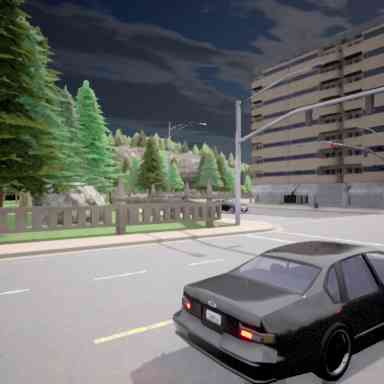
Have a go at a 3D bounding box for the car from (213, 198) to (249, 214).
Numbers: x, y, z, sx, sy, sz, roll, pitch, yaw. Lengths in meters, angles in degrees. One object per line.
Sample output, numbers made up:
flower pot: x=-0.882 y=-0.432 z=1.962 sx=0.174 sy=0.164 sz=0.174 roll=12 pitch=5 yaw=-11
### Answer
car: x=3.877 y=1.434 z=34.920 sx=2.128 sy=1.511 sz=4.902 roll=0 pitch=0 yaw=-32

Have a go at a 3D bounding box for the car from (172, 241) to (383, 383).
car: x=2.312 y=1.547 z=5.438 sx=5.357 sy=1.411 sz=2.033 roll=0 pitch=0 yaw=-35

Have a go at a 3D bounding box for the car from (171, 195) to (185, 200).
car: x=-2.228 y=1.491 z=47.964 sx=2.033 sy=1.411 sz=5.357 roll=0 pitch=0 yaw=-15

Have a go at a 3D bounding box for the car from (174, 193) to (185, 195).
car: x=-2.604 y=1.168 z=67.254 sx=2.150 sy=2.045 sz=5.566 roll=0 pitch=0 yaw=13
